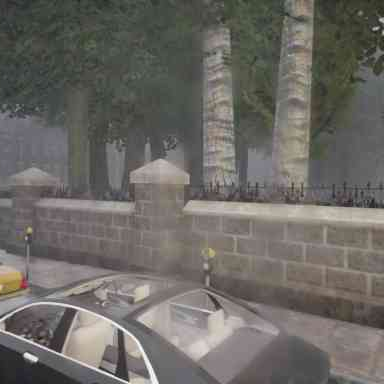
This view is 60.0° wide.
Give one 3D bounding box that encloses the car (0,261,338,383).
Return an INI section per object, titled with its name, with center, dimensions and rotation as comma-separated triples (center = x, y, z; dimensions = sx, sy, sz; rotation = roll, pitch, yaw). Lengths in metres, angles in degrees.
[car]
center = -0.865, 1.550, 3.412
dimensions = 4.403, 1.369, 2.008
rotation = 0, 1, 36
